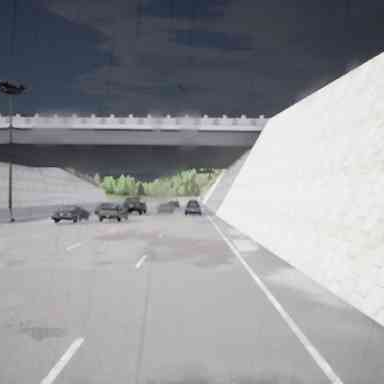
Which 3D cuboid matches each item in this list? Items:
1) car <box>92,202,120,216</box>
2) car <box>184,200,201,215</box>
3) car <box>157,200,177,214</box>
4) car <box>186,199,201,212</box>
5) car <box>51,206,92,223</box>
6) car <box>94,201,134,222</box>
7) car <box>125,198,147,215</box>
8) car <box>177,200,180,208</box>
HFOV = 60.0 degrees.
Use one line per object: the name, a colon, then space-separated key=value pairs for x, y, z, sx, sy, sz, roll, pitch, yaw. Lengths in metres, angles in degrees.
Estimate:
car: x=-10.385 y=2.025 z=40.610 sx=2.033 sy=1.411 sz=5.357 roll=0 pitch=-1 yaw=0
car: x=0.111 y=2.031 z=39.608 sx=1.994 sy=1.385 sz=4.181 roll=0 pitch=-1 yaw=0
car: x=-3.384 y=2.075 z=43.404 sx=1.994 sy=1.385 sz=4.181 roll=0 pitch=-1 yaw=0
car: x=0.124 y=1.936 z=49.610 sx=2.097 sy=1.767 sz=4.553 roll=0 pitch=-1 yaw=-1
car: x=-10.391 y=1.888 z=28.981 sx=2.033 sy=1.411 sz=5.357 roll=0 pitch=-1 yaw=0
car: x=-6.957 y=1.844 z=29.927 sx=2.128 sy=1.511 sz=4.902 roll=0 pitch=-1 yaw=1
car: x=-6.949 y=1.703 z=40.808 sx=2.150 sy=2.045 sz=5.566 roll=0 pitch=0 yaw=1
car: x=-3.383 y=2.242 z=63.839 sx=2.128 sy=1.511 sz=4.902 roll=0 pitch=-1 yaw=0
